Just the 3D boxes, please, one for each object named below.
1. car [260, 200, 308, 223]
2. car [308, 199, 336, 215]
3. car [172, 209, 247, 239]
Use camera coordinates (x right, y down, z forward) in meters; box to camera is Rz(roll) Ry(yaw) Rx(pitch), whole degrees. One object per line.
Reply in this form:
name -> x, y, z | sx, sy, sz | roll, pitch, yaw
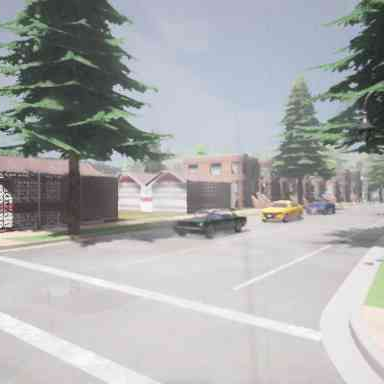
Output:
car -> 6.931, 1.431, 25.470 | 1.882, 1.535, 5.008 | 0, 0, 36
car -> 12.932, 1.480, 33.254 | 1.812, 1.442, 4.674 | 0, 0, 39
car -> 1.026, 1.554, 17.231 | 1.895, 1.301, 4.718 | 0, 0, 35
